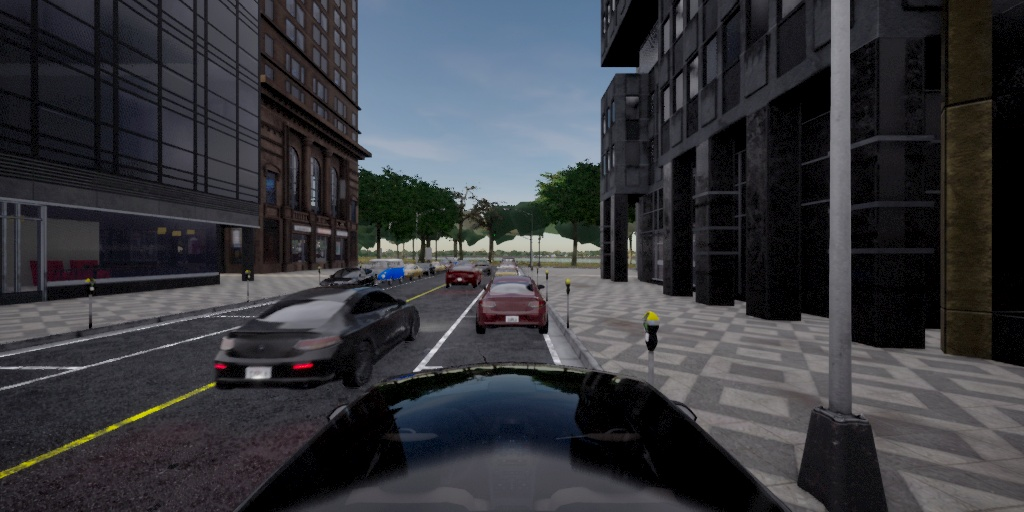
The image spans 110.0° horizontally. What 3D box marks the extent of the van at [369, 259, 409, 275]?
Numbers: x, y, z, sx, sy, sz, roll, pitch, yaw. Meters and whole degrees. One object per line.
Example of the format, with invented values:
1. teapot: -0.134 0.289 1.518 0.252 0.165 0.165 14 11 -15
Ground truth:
1. van: -8.908 1.093 25.423 1.690 1.789 3.998 0 0 0

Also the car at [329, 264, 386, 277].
1. car: -8.908 1.317 19.986 1.948 1.339 4.313 0 0 0

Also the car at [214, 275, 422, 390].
1. car: -3.147 1.275 6.752 1.812 1.442 4.674 0 0 0

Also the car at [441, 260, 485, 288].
1. car: -3.091 1.230 23.772 1.882 1.535 5.008 0 0 0

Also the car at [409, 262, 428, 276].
1. car: -8.908 1.280 30.691 1.751 1.417 4.829 0 0 0

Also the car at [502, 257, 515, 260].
1. car: -0.383 1.196 36.298 1.967 1.591 4.097 0 0 0

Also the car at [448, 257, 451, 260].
1. car: -8.908 1.201 47.173 1.967 1.591 4.097 0 0 0

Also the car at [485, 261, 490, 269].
1. car: -3.099 1.249 37.597 2.128 1.511 4.902 0 0 1

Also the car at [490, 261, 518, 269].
1. car: -0.383 1.278 25.593 1.751 1.417 4.829 0 0 0

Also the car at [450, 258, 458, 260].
1. car: -6.192 1.267 45.384 1.837 1.490 4.892 0 0 0

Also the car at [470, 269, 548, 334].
1. car: 0.003 1.276 10.500 1.812 1.442 4.674 0 0 0

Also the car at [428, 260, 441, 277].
1. car: -8.908 1.322 36.298 1.948 1.339 4.313 0 0 0

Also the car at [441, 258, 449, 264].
1. car: -8.908 1.284 41.566 1.751 1.417 4.829 0 0 0
